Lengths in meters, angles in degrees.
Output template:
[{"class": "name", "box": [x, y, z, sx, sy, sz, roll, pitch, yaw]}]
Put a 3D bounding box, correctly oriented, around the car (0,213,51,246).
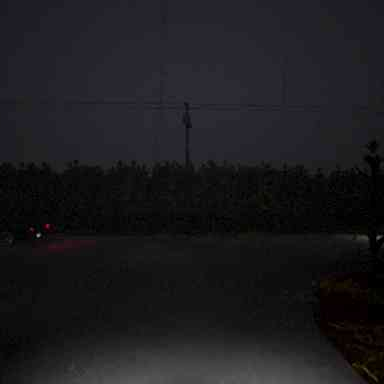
[{"class": "car", "box": [-8.933, 1.592, 14.690, 4.718, 1.301, 1.895, 0, 0, 4]}]
